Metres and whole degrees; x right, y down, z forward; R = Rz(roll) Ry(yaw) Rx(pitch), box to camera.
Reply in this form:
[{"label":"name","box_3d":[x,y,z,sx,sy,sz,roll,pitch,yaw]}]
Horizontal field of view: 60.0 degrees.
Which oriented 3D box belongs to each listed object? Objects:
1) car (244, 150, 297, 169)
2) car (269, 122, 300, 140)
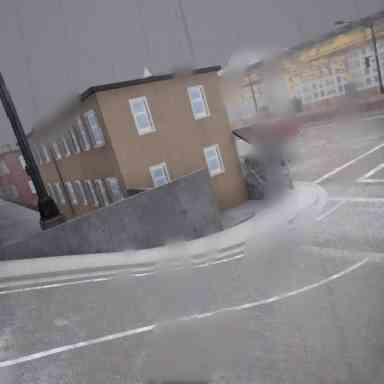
[{"label":"car","box_3d":[6.410,-2.809,27.795,1.837,1.490,4.892,-23,13,-32]},{"label":"car","box_3d":[11.496,-7.840,43.951,2.150,2.045,5.566,-23,13,-32]}]
